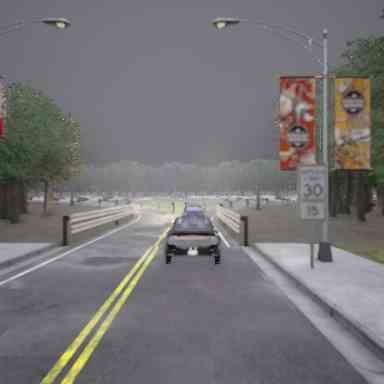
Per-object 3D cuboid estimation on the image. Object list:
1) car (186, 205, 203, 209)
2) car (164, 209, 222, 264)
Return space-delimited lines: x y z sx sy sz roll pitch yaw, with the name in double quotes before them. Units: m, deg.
"car" 0.199 1.819 28.069 1.812 1.442 4.674 0 0 2
"car" 0.043 1.622 12.353 2.128 1.511 4.902 0 -1 1
